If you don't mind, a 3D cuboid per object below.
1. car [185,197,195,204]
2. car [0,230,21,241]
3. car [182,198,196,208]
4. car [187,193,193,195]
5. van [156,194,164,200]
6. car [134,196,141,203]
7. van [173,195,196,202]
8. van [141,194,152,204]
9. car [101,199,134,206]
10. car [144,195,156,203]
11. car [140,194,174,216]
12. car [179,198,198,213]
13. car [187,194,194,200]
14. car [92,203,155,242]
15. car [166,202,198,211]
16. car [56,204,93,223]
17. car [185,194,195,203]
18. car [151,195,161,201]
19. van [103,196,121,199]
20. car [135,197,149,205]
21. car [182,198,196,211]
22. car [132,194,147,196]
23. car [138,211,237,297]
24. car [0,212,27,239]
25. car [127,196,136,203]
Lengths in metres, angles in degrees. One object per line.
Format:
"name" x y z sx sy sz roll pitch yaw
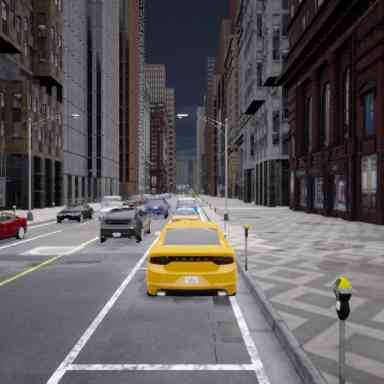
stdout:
"car" -0.385 1.594 65.189 1.947 1.339 4.313 0 0 0
"car" -3.052 1.351 1.568 2.097 1.767 4.553 0 0 0
"car" -0.385 1.570 48.280 2.008 1.369 4.403 0 0 0
"car" -0.386 1.465 59.552 1.967 1.590 4.097 0 0 0
"van" -8.911 1.385 93.363 1.690 1.788 3.998 0 0 0
"car" -8.910 1.585 48.269 1.947 1.339 4.313 0 0 0
"van" -0.386 1.348 25.735 1.690 1.788 3.998 0 0 0
"van" -8.911 1.369 65.180 1.690 1.788 3.998 0 0 0
"car" -6.243 1.534 27.036 1.812 1.442 4.674 0 0 0
"car" -8.911 1.471 70.817 1.967 1.590 4.097 0 0 0
"car" -3.055 1.361 29.891 2.097 1.767 4.553 0 0 0
"car" -0.386 1.453 37.008 1.967 1.590 4.097 0 0 0
"car" -0.386 1.484 93.370 1.967 1.590 4.097 0 0 0
"car" -3.142 1.509 16.314 1.837 1.490 4.892 0 0 0
"car" -0.385 1.530 20.269 1.752 1.417 4.829 0 0 0
"car" -8.910 1.573 25.722 1.947 1.339 4.313 0 0 0
"car" -0.386 1.346 70.826 2.192 1.841 5.009 0 0 0
"car" -8.911 1.478 82.090 1.967 1.590 4.097 0 0 0
"van" -8.911 1.354 36.996 1.690 1.788 3.998 0 0 0
"car" -8.910 1.570 59.543 1.887 1.381 4.507 0 0 0
"car" -0.385 1.541 42.814 1.752 1.417 4.829 0 0 0
"car" -8.911 1.337 53.906 2.192 1.841 5.009 0 0 0
"car" -0.006 1.478 8.650 1.882 1.535 5.008 0 0 0
"car" -8.910 1.547 14.449 1.887 1.381 4.507 0 0 0
"car" -8.910 1.582 42.633 1.947 1.339 4.313 0 0 0
